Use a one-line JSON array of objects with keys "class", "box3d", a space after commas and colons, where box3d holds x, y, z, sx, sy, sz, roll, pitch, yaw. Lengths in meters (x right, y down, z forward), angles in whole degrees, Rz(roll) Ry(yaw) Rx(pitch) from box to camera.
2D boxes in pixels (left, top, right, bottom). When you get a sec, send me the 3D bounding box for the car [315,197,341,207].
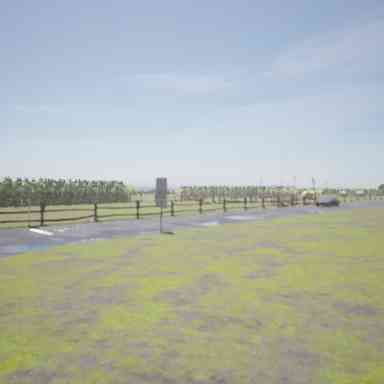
[{"class": "car", "box3d": [19.383, 1.374, 47.339, 2.033, 1.411, 5.357, 1, 1, 44]}]
